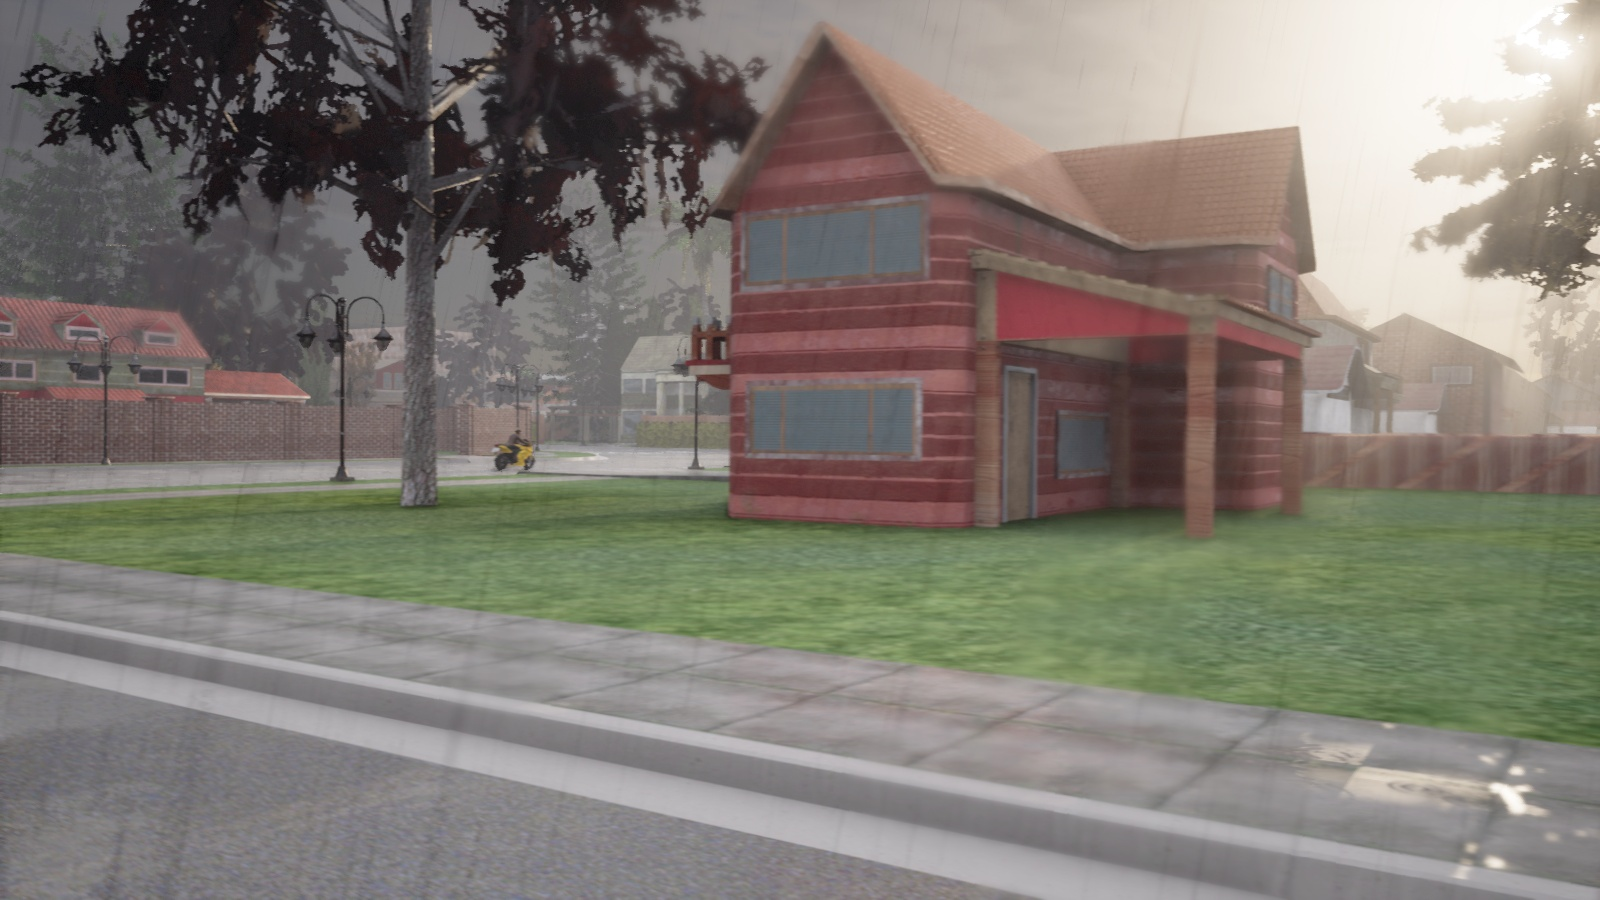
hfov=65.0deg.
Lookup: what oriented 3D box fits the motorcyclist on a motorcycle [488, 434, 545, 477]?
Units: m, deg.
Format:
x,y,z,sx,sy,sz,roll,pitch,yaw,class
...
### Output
x,y,z,sx,sy,sz,roll,pitch,yaw,class
-10.292,0.185,45.665,0.797,1.523,2.044,0,1,32,motorcyclist on a motorcycle
